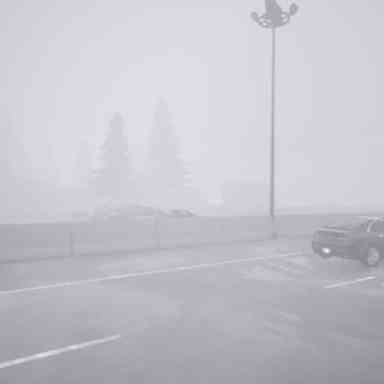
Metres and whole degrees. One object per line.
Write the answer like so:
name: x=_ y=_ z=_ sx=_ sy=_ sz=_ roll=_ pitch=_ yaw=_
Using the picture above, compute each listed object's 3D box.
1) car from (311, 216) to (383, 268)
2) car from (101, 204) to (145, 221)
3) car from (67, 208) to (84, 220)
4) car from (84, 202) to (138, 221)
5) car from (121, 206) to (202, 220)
car: x=6.340 y=1.627 z=11.761 sx=4.892 sy=1.490 sz=1.837 roll=1 pitch=-1 yaw=-31
car: x=-3.370 y=1.660 z=22.482 sx=4.718 sy=1.301 sz=1.895 roll=1 pitch=0 yaw=-31
car: x=-7.918 y=1.632 z=27.891 sx=4.718 sy=1.301 sz=1.895 roll=1 pitch=0 yaw=-32
car: x=-5.273 y=1.543 z=25.415 sx=4.902 sy=1.511 sz=2.128 roll=1 pitch=0 yaw=-32
car: x=-1.410 y=1.669 z=19.582 sx=4.718 sy=1.301 sz=1.895 roll=1 pitch=0 yaw=-31
